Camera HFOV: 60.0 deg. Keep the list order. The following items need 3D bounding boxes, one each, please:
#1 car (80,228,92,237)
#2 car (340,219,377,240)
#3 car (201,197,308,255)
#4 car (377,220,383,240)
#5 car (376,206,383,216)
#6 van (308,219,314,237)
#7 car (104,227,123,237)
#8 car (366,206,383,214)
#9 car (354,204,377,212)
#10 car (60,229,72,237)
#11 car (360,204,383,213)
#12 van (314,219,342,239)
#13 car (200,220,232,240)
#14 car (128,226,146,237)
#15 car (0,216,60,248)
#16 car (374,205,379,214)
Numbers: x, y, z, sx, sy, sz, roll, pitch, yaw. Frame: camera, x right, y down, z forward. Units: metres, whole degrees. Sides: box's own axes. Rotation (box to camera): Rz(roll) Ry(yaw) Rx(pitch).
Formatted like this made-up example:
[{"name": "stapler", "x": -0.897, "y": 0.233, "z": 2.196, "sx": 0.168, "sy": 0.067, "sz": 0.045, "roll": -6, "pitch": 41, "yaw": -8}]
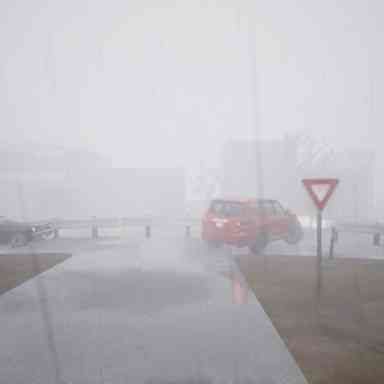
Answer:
[{"name": "car", "x": -12.099, "y": 4.446, "z": 38.743, "sx": 2.097, "sy": 1.535, "sz": 5.008, "roll": 0, "pitch": 0, "yaw": -18}, {"name": "car", "x": 17.488, "y": 4.197, "z": 37.859, "sx": 2.435, "sy": 2.045, "sz": 5.566, "roll": 0, "pitch": 0, "yaw": -18}, {"name": "car", "x": 2.640, "y": 1.238, "z": 13.908, "sx": 2.150, "sy": 2.045, "sz": 5.566, "roll": 3, "pitch": 2, "yaw": 38}, {"name": "car", "x": 20.446, "y": 4.197, "z": 37.772, "sx": 2.435, "sy": 2.045, "sz": 5.566, "roll": 0, "pitch": 0, "yaw": -18}, {"name": "car", "x": 40.988, "y": 4.077, "z": 67.922, "sx": 5.008, "sy": 1.535, "sz": 2.097, "roll": -1, "pitch": 1, "yaw": -17}, {"name": "van", "x": 11.518, "y": 4.224, "z": 38.166, "sx": 1.878, "sy": 1.987, "sz": 4.442, "roll": 0, "pitch": 0, "yaw": -18}, {"name": "car", "x": -9.212, "y": 4.444, "z": 38.829, "sx": 1.946, "sy": 1.575, "sz": 5.366, "roll": 0, "pitch": 0, "yaw": -18}, {"name": "car", "x": 41.316, "y": 4.046, "z": 73.925, "sx": 4.674, "sy": 1.452, "sz": 2.002, "roll": -1, "pitch": 0, "yaw": -17}, {"name": "car", "x": 41.690, "y": 3.811, "z": 79.921, "sx": 4.553, "sy": 1.767, "sz": 2.185, "roll": -1, "pitch": 1, "yaw": -17}, {"name": "car", "x": -15.127, "y": 4.443, "z": 39.002, "sx": 1.946, "sy": 1.575, "sz": 5.366, "roll": 0, "pitch": 0, "yaw": -18}, {"name": "car", "x": 41.519, "y": 3.845, "z": 76.925, "sx": 4.553, "sy": 1.767, "sz": 2.185, "roll": -1, "pitch": 1, "yaw": -17}, {"name": "van", "x": 14.475, "y": 4.223, "z": 38.079, "sx": 1.878, "sy": 1.987, "sz": 4.442, "roll": 0, "pitch": 0, "yaw": -18}, {"name": "car", "x": 2.677, "y": 4.323, "z": 38.342, "sx": 2.185, "sy": 1.767, "sz": 4.553, "roll": 0, "pitch": 0, "yaw": -18}, {"name": "car", "x": -6.172, "y": 4.477, "z": 38.547, "sx": 2.163, "sy": 1.488, "sz": 4.792, "roll": 0, "pitch": 0, "yaw": -18}, {"name": "car", "x": -8.697, "y": 1.736, "z": 14.683, "sx": 4.718, "sy": 1.301, "sz": 1.895, "roll": -3, "pitch": 1, "yaw": 3}, {"name": "car", "x": 41.114, "y": 3.916, "z": 70.921, "sx": 4.553, "sy": 1.767, "sz": 2.185, "roll": -1, "pitch": 0, "yaw": -17}]
